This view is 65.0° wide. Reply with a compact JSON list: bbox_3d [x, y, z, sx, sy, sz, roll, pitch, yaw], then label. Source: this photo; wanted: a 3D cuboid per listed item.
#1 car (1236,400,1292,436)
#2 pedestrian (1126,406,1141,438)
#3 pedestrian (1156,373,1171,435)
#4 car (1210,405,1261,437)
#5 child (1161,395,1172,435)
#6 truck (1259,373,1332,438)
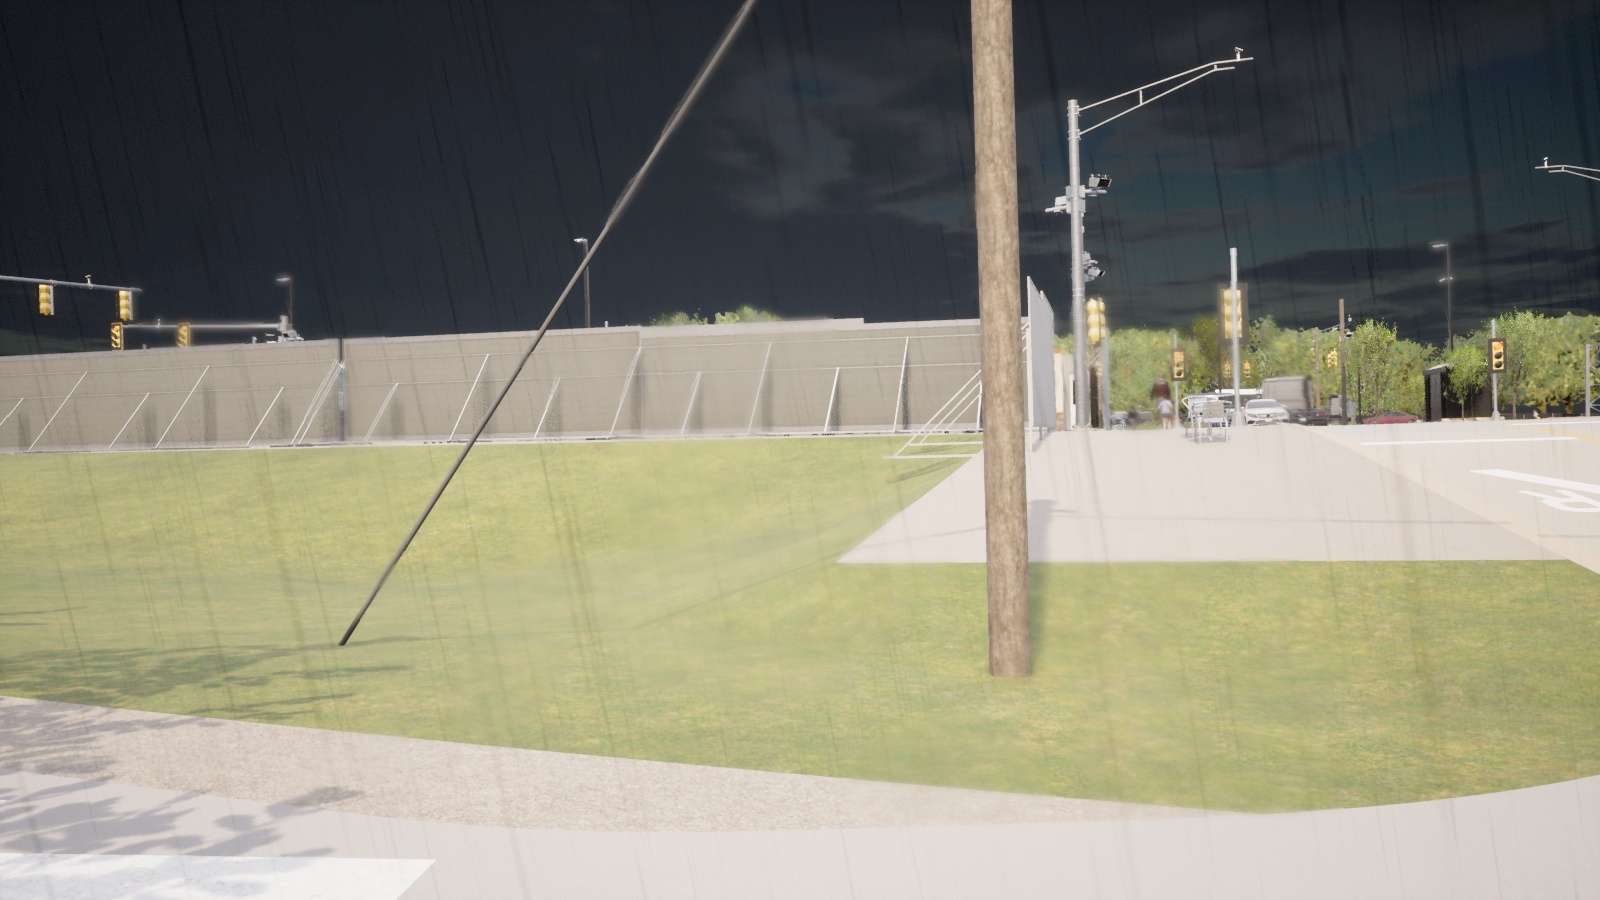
[{"bbox_3d":[20.680,-1.397,56.102,1.812,1.442,4.674,-1,0,14],"label":"car"},{"bbox_3d":[19.942,-1.662,75.072,0.563,1.883,0.849,-1,0,-2],"label":"pedestrian"},{"bbox_3d":[11.054,-1.381,38.198,0.376,1.854,0.720,-1,0,13],"label":"pedestrian"},{"bbox_3d":[24.162,-1.586,69.857,2.242,1.667,4.611,-1,0,14],"label":"car"},{"bbox_3d":[10.381,-0.983,35.555,0.255,1.110,0.394,-1,0,17],"label":"child"},{"bbox_3d":[29.002,-2.507,73.824,2.891,3.462,7.936,-1,0,14],"label":"truck"}]
